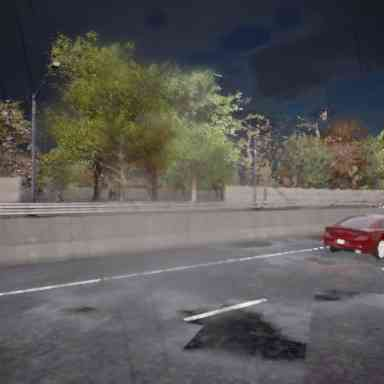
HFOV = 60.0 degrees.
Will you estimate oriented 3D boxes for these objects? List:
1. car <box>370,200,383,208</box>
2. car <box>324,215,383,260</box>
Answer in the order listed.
[{"bbox_3d":[32.581,2.135,57.260,4.553,1.767,2.097,1,-1,-35],"label":"car"},{"bbox_3d":[7.365,1.647,13.362,5.008,1.535,1.882,0,0,-35],"label":"car"}]
